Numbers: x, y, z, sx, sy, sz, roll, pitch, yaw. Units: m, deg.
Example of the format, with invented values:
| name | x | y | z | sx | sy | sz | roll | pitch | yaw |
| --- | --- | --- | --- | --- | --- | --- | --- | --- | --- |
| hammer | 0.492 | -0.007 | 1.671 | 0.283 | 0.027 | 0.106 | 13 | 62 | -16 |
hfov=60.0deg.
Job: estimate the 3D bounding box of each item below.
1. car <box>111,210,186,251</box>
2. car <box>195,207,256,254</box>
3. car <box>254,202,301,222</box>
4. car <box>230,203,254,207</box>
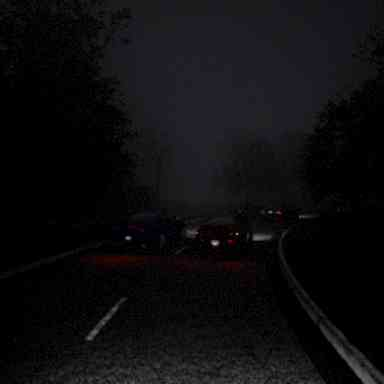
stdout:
| name | x | y | z | sx | sy | sz | roll | pitch | yaw |
| --- | --- | --- | --- | --- | --- | --- | --- | --- | --- |
| car | -1.710 | 1.536 | 14.690 | 1.882 | 1.535 | 5.008 | 0 | 0 | 15 |
| car | 1.414 | 1.583 | 13.808 | 1.812 | 1.442 | 4.674 | 0 | 0 | 15 |
| car | 7.158 | 1.511 | 26.563 | 2.033 | 1.411 | 5.357 | 0 | 1 | 34 |
| car | 4.512 | 1.571 | 28.448 | 1.895 | 1.301 | 4.718 | 0 | 1 | 34 |
